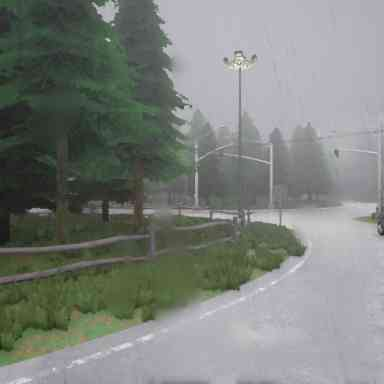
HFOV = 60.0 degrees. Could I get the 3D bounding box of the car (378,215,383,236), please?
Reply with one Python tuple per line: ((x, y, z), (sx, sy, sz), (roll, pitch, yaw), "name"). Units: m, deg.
((10.266, 1.352, 15.402), (2.097, 1.767, 4.553), (0, 0, 15), "car")
